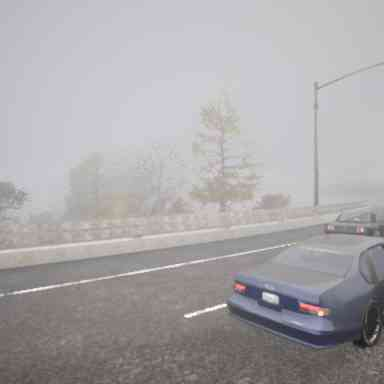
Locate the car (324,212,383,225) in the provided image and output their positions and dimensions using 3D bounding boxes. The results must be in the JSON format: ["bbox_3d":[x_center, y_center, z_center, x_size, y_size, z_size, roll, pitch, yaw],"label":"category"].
[{"bbox_3d":[8.007,1.561,15.432,4.718,1.301,1.895,0,0,-44],"label":"car"}]

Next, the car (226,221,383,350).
[{"bbox_3d":[3.045,1.533,6.287,5.357,1.411,2.033,0,0,-39],"label":"car"}]
